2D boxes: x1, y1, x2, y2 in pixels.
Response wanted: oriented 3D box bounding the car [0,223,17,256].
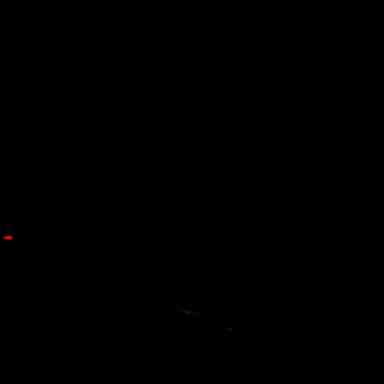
[{"bbox_3d":[-7.984,1.499,11.912,2.033,1.411,5.357,0,0,-44],"label":"car"}]
